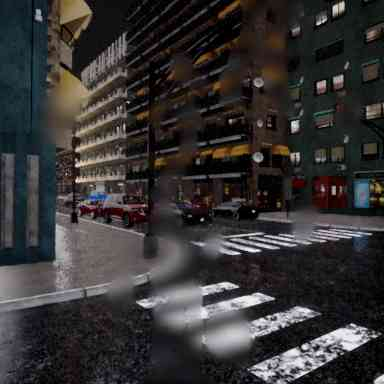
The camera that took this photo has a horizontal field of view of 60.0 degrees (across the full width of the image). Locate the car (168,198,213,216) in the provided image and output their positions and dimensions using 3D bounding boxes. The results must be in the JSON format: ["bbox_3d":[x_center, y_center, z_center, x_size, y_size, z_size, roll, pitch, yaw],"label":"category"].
[{"bbox_3d":[-0.206,1.289,29.376,1.802,1.307,4.206,2,0,-36],"label":"car"}]

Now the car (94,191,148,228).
[{"bbox_3d":[-3.724,1.034,19.975,2.192,1.841,5.009,2,0,-36],"label":"car"}]

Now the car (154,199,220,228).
[{"bbox_3d":[-0.605,1.329,20.059,1.994,1.385,4.181,1,1,-36],"label":"car"}]

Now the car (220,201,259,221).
[{"bbox_3d":[3.070,1.354,24.871,1.947,1.339,4.313,2,0,-36],"label":"car"}]

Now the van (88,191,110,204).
[{"bbox_3d":[-13.304,0.727,47.399,1.690,1.788,3.998,2,0,-36],"label":"van"}]

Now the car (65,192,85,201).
[{"bbox_3d":[-19.860,0.770,56.409,1.887,1.381,4.507,2,0,-36],"label":"car"}]

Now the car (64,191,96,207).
[{"bbox_3d":[-12.614,0.962,36.597,2.128,1.511,4.902,1,1,-36],"label":"car"}]

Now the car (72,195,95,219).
[{"bbox_3d":[-7.006,1.183,24.480,1.887,1.381,4.507,2,0,-36],"label":"car"}]

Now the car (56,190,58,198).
[{"bbox_3d":[-29.681,0.301,69.926,2.192,1.841,5.009,2,0,-36],"label":"car"}]
